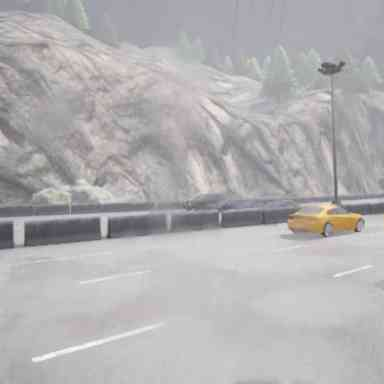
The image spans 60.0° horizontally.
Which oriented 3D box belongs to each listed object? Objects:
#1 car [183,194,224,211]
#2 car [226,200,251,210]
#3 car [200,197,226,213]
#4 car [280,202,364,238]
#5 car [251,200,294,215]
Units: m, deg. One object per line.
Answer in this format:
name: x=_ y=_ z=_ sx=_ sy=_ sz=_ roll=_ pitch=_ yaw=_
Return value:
car: x=1.624 y=1.248 z=39.793 sx=5.566 sy=2.045 sz=2.150 roll=0 pitch=0 yaw=-36
car: x=5.973 y=1.551 z=34.296 sx=4.181 sy=1.385 sz=1.994 roll=0 pitch=0 yaw=-36
car: x=3.863 y=1.551 z=37.089 sx=5.357 sy=1.411 sz=2.033 roll=0 pitch=0 yaw=-36
car: x=7.214 y=1.440 z=17.720 sx=5.008 sy=1.535 sz=1.882 roll=-1 pitch=0 yaw=-36
car: x=8.360 y=1.480 z=31.703 sx=4.902 sy=1.511 sz=2.128 roll=0 pitch=0 yaw=-36
